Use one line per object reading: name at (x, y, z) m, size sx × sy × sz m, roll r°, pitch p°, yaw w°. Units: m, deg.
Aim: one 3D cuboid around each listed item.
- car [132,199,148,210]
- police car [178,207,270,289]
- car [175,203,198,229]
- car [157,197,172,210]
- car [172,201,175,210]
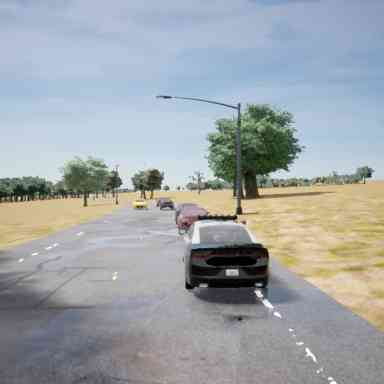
car at (-7.123, 1.674, 45.704) m, size 1.882 × 1.535 × 5.008 m, roll 0°, pitch -1°, yaw -7°
police car at (0.695, 1.447, 9.378) m, size 1.930 × 1.638 × 5.238 m, roll 0°, pitch 0°, yaw -3°
car at (0.098, 1.579, 19.308) m, size 1.812 × 1.442 × 4.674 m, roll 0°, pitch 0°, yaw -4°
car at (-3.536, 1.705, 46.160) m, size 1.837 × 1.490 × 4.892 m, roll 0°, pitch -1°, yaw -7°
car at (-0.363, 1.577, 25.325) m, size 1.837 × 1.490 × 4.892 m, roll 0°, pitch 0°, yaw -5°
